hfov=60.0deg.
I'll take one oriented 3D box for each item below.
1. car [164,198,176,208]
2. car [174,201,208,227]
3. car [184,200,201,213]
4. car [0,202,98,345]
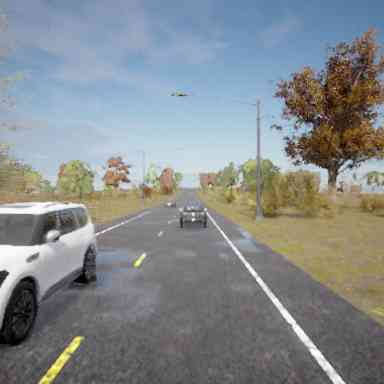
[{"bbox_3d":[-3.519,1.756,53.800,2.128,1.511,4.902,0,0,0],"label":"car"},{"bbox_3d":[0.093,1.612,23.929,2.128,1.511,4.902,0,0,0],"label":"car"},{"bbox_3d":[0.086,1.771,41.766,1.994,1.385,4.181,0,0,0],"label":"car"},{"bbox_3d":[-3.601,1.257,6.800,2.150,2.045,5.566,0,0,0],"label":"car"}]
